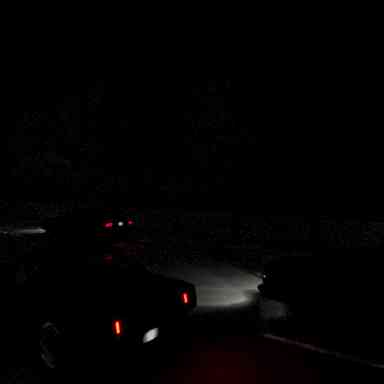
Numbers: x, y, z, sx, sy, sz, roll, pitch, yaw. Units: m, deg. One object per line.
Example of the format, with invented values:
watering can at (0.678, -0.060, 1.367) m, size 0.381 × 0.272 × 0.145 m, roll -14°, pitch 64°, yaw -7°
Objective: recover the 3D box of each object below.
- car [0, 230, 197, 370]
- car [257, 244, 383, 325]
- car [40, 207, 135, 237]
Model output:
car at (-2.346, 1.573, 5.664) m, size 4.718 × 1.301 × 1.895 m, roll 0°, pitch 0°, yaw 35°
car at (3.877, 1.547, 5.529) m, size 5.357 × 1.411 × 2.033 m, roll 0°, pitch 0°, yaw 35°
car at (-5.235, 1.449, 16.318) m, size 5.357 × 1.411 × 2.033 m, roll 1°, pitch 0°, yaw 35°
